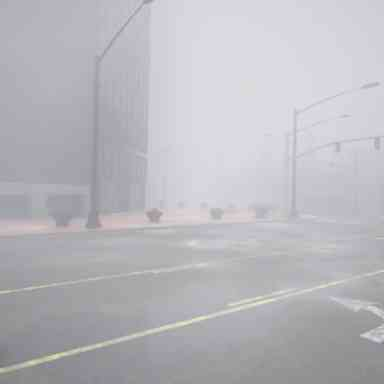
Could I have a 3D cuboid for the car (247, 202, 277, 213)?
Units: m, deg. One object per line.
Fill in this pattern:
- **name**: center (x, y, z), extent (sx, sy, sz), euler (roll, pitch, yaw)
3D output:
- **car**: center (9.457, 1.990, 45.134), extent (1.994, 1.385, 4.181), euler (2, -1, -35)
